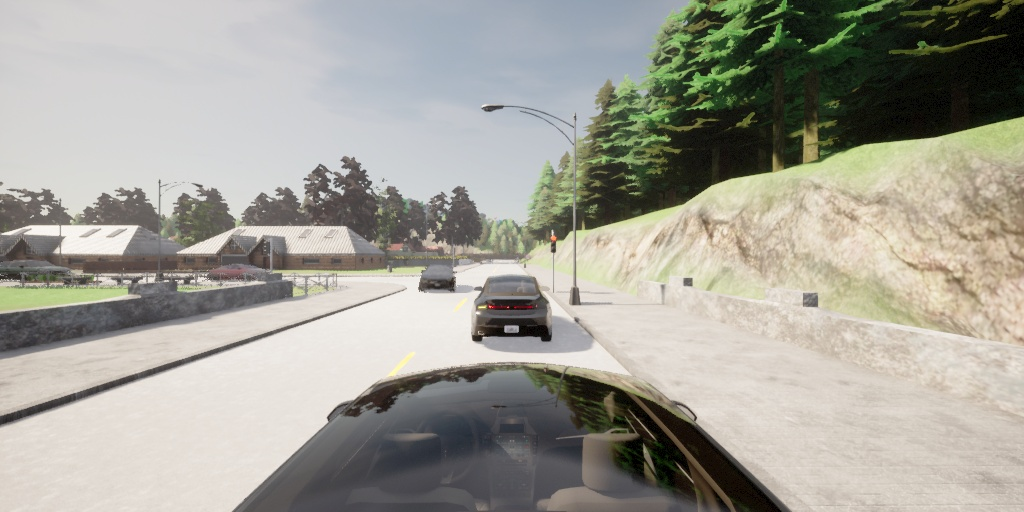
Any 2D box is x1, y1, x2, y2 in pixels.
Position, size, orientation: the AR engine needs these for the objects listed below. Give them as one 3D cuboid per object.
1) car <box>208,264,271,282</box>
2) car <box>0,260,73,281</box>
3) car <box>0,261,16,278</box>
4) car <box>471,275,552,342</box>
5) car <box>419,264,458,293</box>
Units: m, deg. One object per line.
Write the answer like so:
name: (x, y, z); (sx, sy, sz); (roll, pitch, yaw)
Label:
car: (-21.198, 1.313, 28.139); (4.181, 1.385, 1.994); (0, 0, -1)
car: (-37.400, 1.101, 28.008); (4.553, 1.767, 2.097); (0, 0, 0)
car: (-48.130, 1.228, 32.051); (5.008, 1.535, 1.882); (0, 0, 0)
car: (-0.009, 1.255, 9.792); (1.837, 1.490, 4.892); (0, 0, 0)
car: (-4.236, 1.228, 21.141); (1.882, 1.535, 5.008); (1, 0, -9)
